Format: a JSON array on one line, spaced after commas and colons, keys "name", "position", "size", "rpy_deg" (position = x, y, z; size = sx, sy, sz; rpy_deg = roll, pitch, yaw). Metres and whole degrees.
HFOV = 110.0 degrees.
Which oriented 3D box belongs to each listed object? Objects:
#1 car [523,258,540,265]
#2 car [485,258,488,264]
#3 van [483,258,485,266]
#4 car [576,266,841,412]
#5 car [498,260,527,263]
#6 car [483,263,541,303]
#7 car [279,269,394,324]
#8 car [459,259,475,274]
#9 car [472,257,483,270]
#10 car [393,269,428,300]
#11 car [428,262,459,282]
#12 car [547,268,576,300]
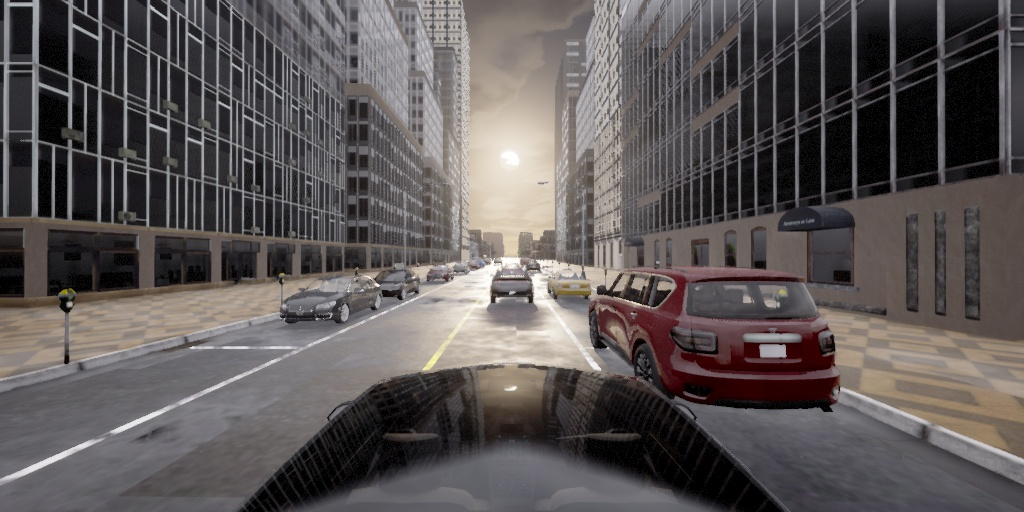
[{"name": "car", "position": [2.691, 1.297, 45.936], "size": [1.948, 1.339, 4.313], "rpy_deg": [0, 0, 0]}, {"name": "car", "position": [-5.690, 1.300, 63.025], "size": [1.802, 1.307, 4.207], "rpy_deg": [0, 0, 0]}, {"name": "van", "position": [-5.690, 1.064, 57.333], "size": [1.690, 1.789, 3.998], "rpy_deg": [0, 0, 0]}, {"name": "car", "position": [2.691, 1.063, 6.090], "size": [2.192, 1.841, 5.009], "rpy_deg": [0, 0, 0]}, {"name": "car", "position": [0.000, 1.314, 31.499], "size": [1.994, 1.385, 4.181], "rpy_deg": [0, 0, 0]}, {"name": "car", "position": [0.000, 1.243, 16.499], "size": [2.128, 1.511, 4.902], "rpy_deg": [0, 0, 0]}, {"name": "car", "position": [-5.690, 1.298, 11.794], "size": [2.007, 1.370, 4.403], "rpy_deg": [0, 0, 0]}, {"name": "car", "position": [-5.690, 1.286, 40.256], "size": [2.007, 1.370, 4.403], "rpy_deg": [0, 0, 0]}, {"name": "car", "position": [-5.690, 1.272, 51.640], "size": [1.888, 1.381, 4.507], "rpy_deg": [0, 0, 0]}, {"name": "car", "position": [-5.690, 1.312, 17.487], "size": [1.948, 1.339, 4.313], "rpy_deg": [0, 0, 0]}, {"name": "car", "position": [-5.690, 1.324, 28.870], "size": [1.802, 1.307, 4.207], "rpy_deg": [0, 0, 0]}, {"name": "car", "position": [2.691, 1.272, 17.644], "size": [1.751, 1.417, 4.829], "rpy_deg": [0, 0, 0]}]
